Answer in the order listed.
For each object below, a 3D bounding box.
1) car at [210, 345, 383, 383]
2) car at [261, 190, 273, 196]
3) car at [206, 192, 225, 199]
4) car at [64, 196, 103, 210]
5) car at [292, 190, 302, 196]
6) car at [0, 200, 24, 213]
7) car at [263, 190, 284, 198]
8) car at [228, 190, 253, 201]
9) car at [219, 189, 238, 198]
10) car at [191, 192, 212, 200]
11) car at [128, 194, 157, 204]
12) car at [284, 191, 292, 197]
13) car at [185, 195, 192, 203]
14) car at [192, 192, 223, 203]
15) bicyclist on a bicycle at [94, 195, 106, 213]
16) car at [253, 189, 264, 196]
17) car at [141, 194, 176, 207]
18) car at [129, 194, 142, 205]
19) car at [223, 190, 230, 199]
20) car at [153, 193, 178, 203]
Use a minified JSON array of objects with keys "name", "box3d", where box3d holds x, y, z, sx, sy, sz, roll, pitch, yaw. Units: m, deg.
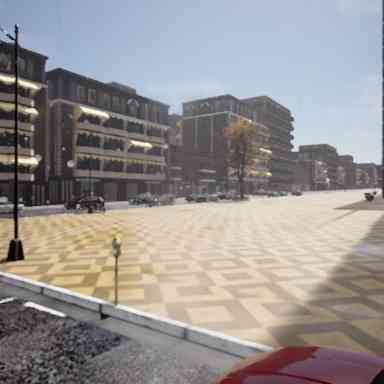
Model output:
[{"name":"car","box3d":[2.008,1.541,1.434,4.507,1.381,1.887,0,0,36]},{"name":"car","box3d":[20.922,0.287,92.783,1.887,1.381,4.507,1,2,35]},{"name":"car","box3d":[4.977,0.696,69.748,1.752,1.417,4.829,1,2,35]},{"name":"car","box3d":[-12.826,1.228,39.497,1.837,1.490,4.892,0,1,35]},{"name":"car","box3d":[27.812,0.211,88.010,1.967,1.590,4.097,1,2,35]},{"name":"car","box3d":[-18.553,1.482,31.229,1.895,1.301,4.718,0,1,35]},{"name":"car","box3d":[18.303,0.577,74.277,2.008,1.369,4.403,1,2,35]},{"name":"car","box3d":[8.891,0.806,60.679,1.752,1.417,4.829,1,2,35]},{"name":"car","box3d":[8.246,0.398,74.462,2.192,1.841,5.009,1,2,35]},{"name":"car","box3d":[1.904,0.820,65.310,1.947,1.339,4.313,1,2,35]},{"name":"car","box3d":[-7.605,1.078,51.573,1.947,1.339,4.313,1,2,35]},{"name":"car","box3d":[21.472,0.492,78.854,2.008,1.369,4.403,1,2,35]},{"name":"car","box3d":[0.996,0.974,53.928,2.033,1.411,5.357,0,1,35]},{"name":"car","box3d":[2.454,1.006,51.381,2.008,1.369,4.403,1,2,35]},{"name":"bicyclist on a bicycle","box3d":[-8.451,1.132,30.467,1.656,1.620,0.582,0,1,35]},{"name":"car","box3d":[17.754,0.142,88.198,2.192,1.841,5.009,1,2,35]},{"name":"car","box3d":[-3.885,1.179,42.223,2.008,1.369,4.403,1,2,35]},{"name":"car","box3d":[-6.959,1.054,47.952,2.128,1.511,4.902,0,1,35]},{"name":"car","box3d":[6.853,0.813,62.481,2.033,1.411,5.357,0,1,35]},{"name":"car","box3d":[-4.436,0.977,56.152,2.008,1.369,4.403,1,2,35]}]
